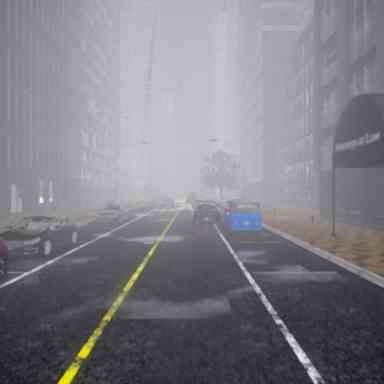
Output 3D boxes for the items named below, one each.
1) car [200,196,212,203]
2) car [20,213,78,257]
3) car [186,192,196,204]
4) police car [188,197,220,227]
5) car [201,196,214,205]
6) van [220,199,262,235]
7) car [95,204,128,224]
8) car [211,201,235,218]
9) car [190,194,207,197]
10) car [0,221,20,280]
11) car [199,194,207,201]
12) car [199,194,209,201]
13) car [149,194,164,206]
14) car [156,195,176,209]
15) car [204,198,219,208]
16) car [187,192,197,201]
[{"bbox_3d":[2.679,1.409,63.832,2.008,1.369,4.403,0,0,0],"label":"car"},{"bbox_3d":[-5.693,1.527,12.601,2.008,1.369,4.403,0,0,0],"label":"car"},{"bbox_3d":[-0.011,1.228,58.027,2.097,1.767,4.553,0,0,0],"label":"car"},{"bbox_3d":[0.896,1.381,22.421,1.930,1.638,5.238,0,0,0],"label":"police car"},{"bbox_3d":[2.680,1.427,58.139,2.008,1.369,4.403,0,0,0],"label":"car"},{"bbox_3d":[2.687,1.305,18.292,1.690,1.788,3.998,0,0,0],"label":"van"},{"bbox_3d":[-5.695,1.534,23.986,1.802,1.307,4.206,0,0,0],"label":"car"},{"bbox_3d":[2.685,1.522,29.677,1.802,1.307,4.206,0,0,0],"label":"car"},{"bbox_3d":[0.893,1.378,38.501,1.801,1.575,5.366,0,0,0],"label":"car"},{"bbox_3d":[-5.692,1.428,6.909,1.967,1.590,4.097,0,0,0],"label":"car"},{"bbox_3d":[2.676,1.238,80.908,1.967,1.590,4.097,0,0,0],"label":"car"},{"bbox_3d":[2.677,1.258,75.216,1.967,1.590,4.097,0,0,0],"label":"car"},{"bbox_3d":[-5.700,1.443,52.449,2.008,1.369,4.403,0,0,0],"label":"car"},{"bbox_3d":[-3.102,1.459,43.340,2.033,1.411,5.357,0,0,0],"label":"car"},{"bbox_3d":[2.682,1.487,46.755,1.802,1.307,4.206,0,0,0],"label":"car"},{"bbox_3d":[-0.014,0.934,73.086,2.150,2.045,5.566,0,0,0],"label":"car"}]
